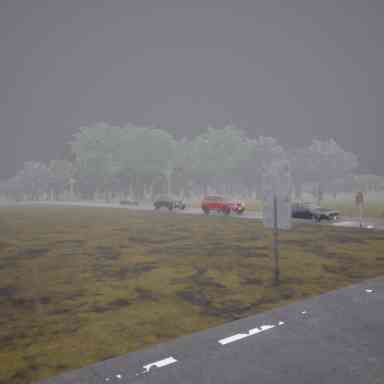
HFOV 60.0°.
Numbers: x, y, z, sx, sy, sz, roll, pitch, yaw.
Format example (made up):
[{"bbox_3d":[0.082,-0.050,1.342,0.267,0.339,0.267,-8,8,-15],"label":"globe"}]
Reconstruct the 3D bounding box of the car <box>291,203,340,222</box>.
[{"bbox_3d":[9.260,1.606,27.350,2.033,1.411,5.357,-2,1,-36],"label":"car"}]

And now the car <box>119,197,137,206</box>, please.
[{"bbox_3d":[-11.844,1.733,61.618,2.128,1.511,4.902,-2,0,-36],"label":"car"}]

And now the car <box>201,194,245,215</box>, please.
[{"bbox_3d":[3.202,1.304,35.732,2.150,2.045,5.566,-2,1,-35],"label":"car"}]

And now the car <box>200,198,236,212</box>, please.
[{"bbox_3d":[3.083,1.547,40.935,1.812,1.442,4.674,-2,1,-36],"label":"car"}]

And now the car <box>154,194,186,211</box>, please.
[{"bbox_3d":[-3.060,1.361,44.416,2.150,2.045,5.566,-2,1,-36],"label":"car"}]
